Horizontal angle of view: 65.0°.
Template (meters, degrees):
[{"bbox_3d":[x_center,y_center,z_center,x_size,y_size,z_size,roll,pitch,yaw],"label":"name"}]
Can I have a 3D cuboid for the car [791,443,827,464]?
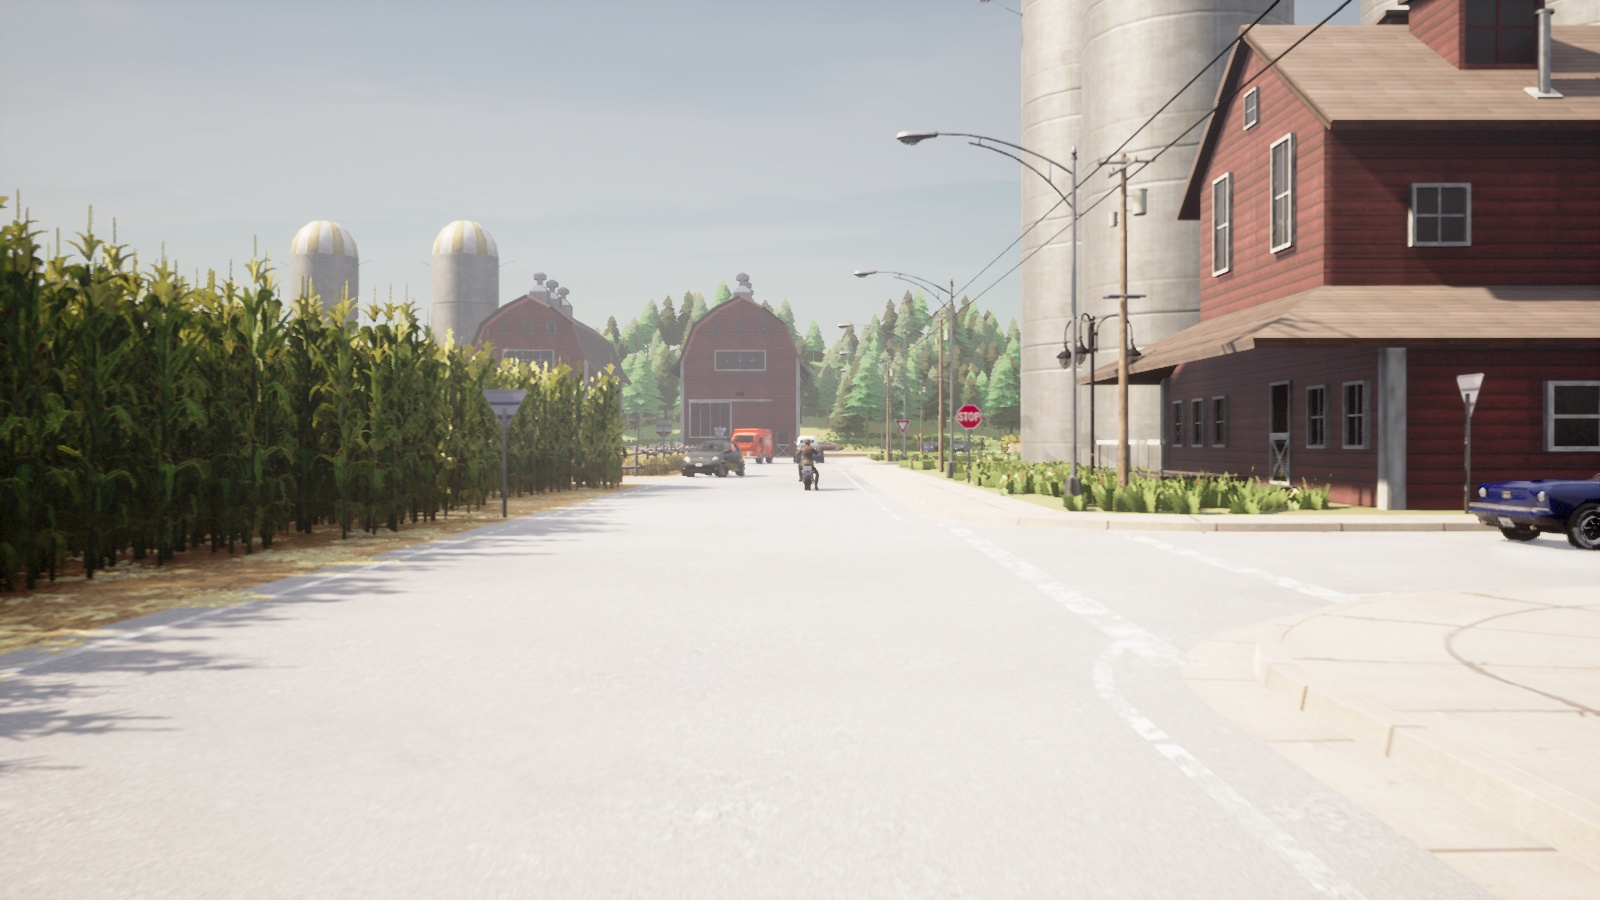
[{"bbox_3d":[0.617,0.205,91.212,2.163,1.488,4.792,0,0,-5],"label":"car"}]

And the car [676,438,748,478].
[{"bbox_3d":[-3.755,0.319,54.336,1.851,1.617,3.988,0,0,16],"label":"car"}]

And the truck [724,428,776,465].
[{"bbox_3d":[-3.480,-0.268,88.249,2.627,2.467,5.204,0,0,10],"label":"truck"}]

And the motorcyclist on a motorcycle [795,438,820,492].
[{"bbox_3d":[0.239,0.463,39.480,0.766,1.649,2.350,0,0,0],"label":"motorcyclist on a motorcycle"}]

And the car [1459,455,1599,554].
[{"bbox_3d":[12.107,0.725,17.617,4.718,1.301,1.895,0,0,-1],"label":"car"}]
